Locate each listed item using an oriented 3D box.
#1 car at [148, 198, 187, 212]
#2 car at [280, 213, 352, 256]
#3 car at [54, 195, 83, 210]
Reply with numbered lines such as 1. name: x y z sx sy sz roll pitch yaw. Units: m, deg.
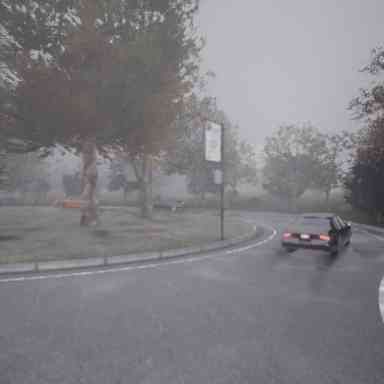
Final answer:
1. car: -2.878 1.369 36.910 4.902 1.511 2.128 1 0 24
2. car: 5.101 1.537 13.273 2.033 1.411 5.357 0 0 32
3. car: -13.070 1.072 37.506 4.553 1.767 2.097 1 0 -11
